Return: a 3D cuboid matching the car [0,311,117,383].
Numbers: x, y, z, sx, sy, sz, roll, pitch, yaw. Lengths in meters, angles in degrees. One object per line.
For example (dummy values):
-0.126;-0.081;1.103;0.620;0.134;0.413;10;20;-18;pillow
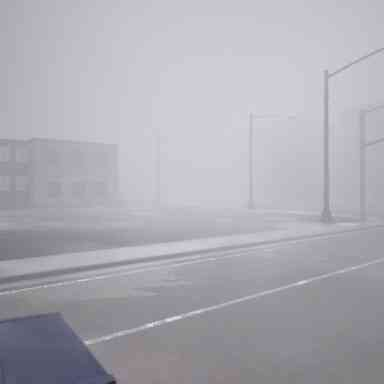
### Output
-2.960;1.603;1.903;4.718;1.301;1.895;0;0;-35;car
